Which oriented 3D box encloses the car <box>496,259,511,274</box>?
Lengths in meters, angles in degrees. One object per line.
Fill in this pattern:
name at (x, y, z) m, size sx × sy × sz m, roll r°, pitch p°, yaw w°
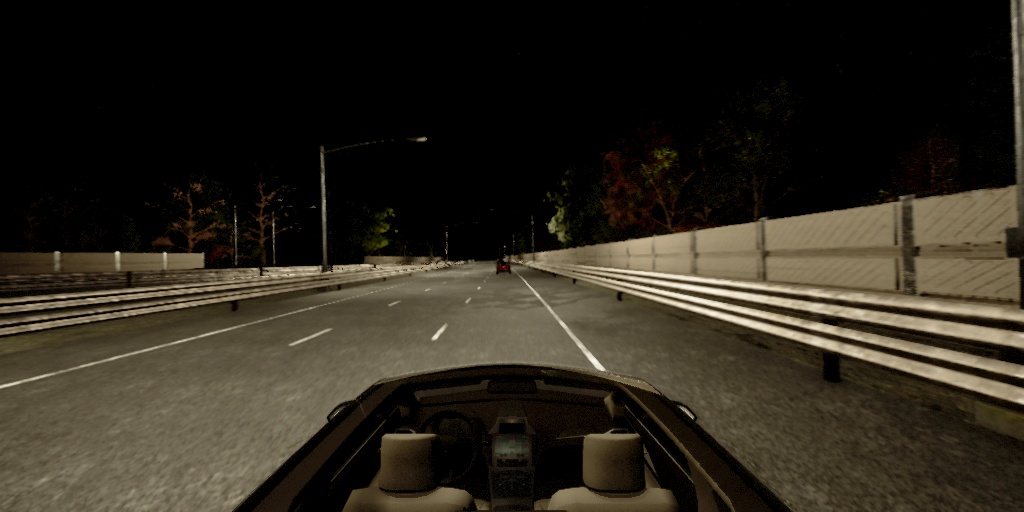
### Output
car at (-1.090, 1.468, 47.022) m, size 2.033 × 1.649 × 4.856 m, roll -2°, pitch 0°, yaw -1°
